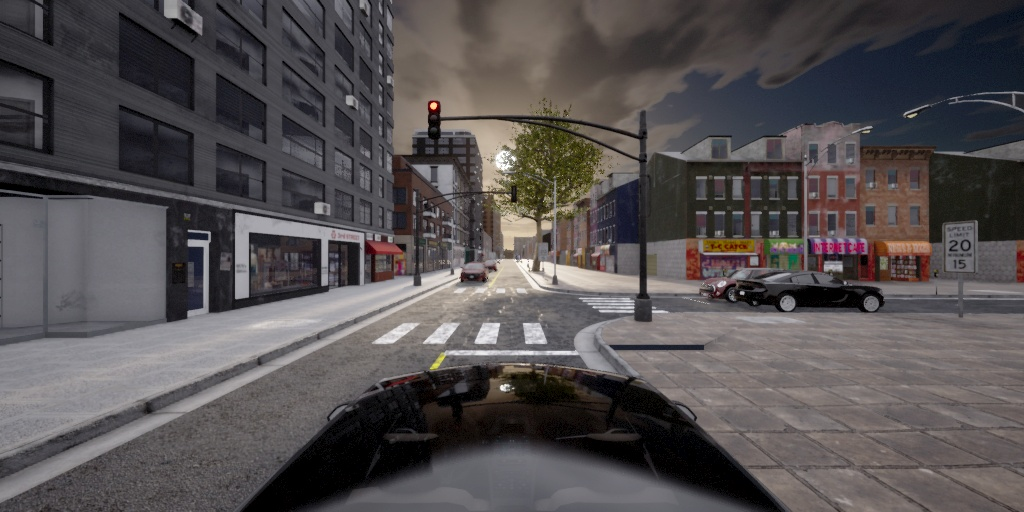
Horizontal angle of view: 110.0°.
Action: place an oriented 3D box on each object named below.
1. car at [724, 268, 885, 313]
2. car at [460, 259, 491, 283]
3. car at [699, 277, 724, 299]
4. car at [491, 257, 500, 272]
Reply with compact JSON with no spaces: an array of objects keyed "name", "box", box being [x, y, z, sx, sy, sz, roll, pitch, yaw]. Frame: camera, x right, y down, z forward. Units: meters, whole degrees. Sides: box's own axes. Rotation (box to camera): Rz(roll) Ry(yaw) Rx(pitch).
[{"name":"car","box":[11.366,1.296,13.859,5.008,1.535,1.882,0,0,0]},{"name":"car","box":[-2.925,1.230,28.374,1.882,1.535,5.008,0,1,0]},{"name":"car","box":[10.878,1.262,16.492,4.097,1.591,1.967,0,0,0]},{"name":"car","box":[-2.979,1.238,47.144,1.882,1.535,5.008,0,0,0]}]
